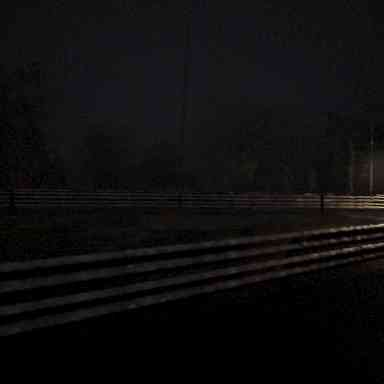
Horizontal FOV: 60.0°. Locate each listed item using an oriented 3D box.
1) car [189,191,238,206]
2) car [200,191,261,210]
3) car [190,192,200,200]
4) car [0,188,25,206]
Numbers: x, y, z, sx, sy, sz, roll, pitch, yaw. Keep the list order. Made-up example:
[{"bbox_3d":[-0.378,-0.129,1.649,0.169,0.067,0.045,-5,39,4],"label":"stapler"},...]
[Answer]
[{"bbox_3d":[2.236,0.676,34.926,4.892,1.490,1.837,1,0,-10],"label":"car"},{"bbox_3d":[3.467,0.712,28.036,4.892,1.490,1.837,1,0,-10],"label":"car"},{"bbox_3d":[2.837,0.741,31.462,5.357,1.411,2.033,1,0,-10],"label":"car"},{"bbox_3d":[-16.594,0.318,27.955,4.674,1.442,1.812,1,0,-10],"label":"car"}]
